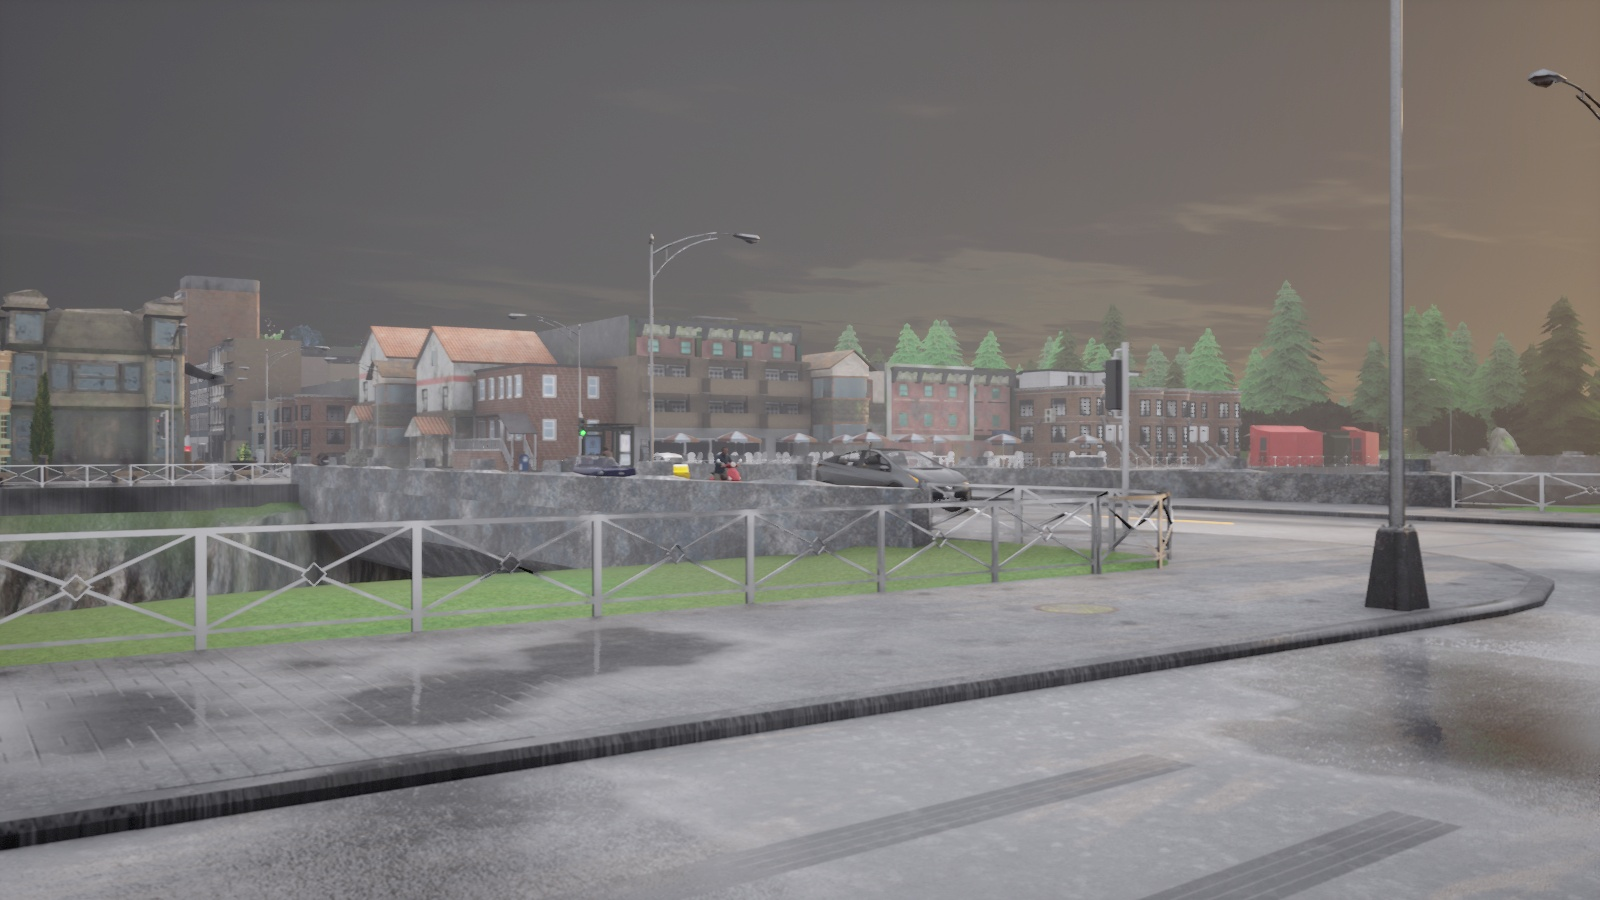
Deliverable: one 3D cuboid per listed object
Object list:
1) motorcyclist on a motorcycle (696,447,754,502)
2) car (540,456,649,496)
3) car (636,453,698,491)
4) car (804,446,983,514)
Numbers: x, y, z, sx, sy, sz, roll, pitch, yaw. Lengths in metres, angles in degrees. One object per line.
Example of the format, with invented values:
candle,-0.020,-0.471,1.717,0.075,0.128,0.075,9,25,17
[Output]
motorcyclist on a motorcycle,-2.203,0.705,36.868,0.866,1.590,1.817,0,0,-35
car,-7.288,0.880,44.166,1.895,1.301,4.718,0,0,-35
car,-5.082,0.821,47.997,1.481,1.376,2.207,0,0,-35
car,2.182,0.674,30.641,2.007,1.525,4.514,0,0,-34
